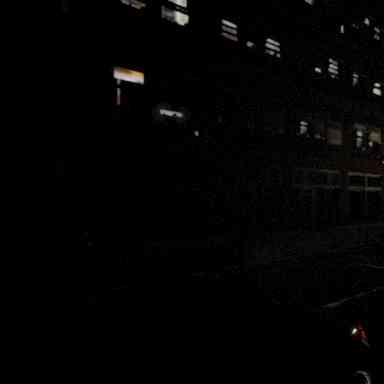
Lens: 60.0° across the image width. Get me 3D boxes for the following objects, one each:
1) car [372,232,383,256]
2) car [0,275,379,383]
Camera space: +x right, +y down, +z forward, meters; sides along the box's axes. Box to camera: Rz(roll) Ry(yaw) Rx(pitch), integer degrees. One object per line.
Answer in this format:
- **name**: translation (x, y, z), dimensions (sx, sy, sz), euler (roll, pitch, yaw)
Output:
- **car**: translation (8.156, 1.589, 11.908), dimensions (4.206, 1.307, 1.802), euler (0, 1, -35)
- **car**: translation (-0.179, 1.565, 2.948), dimensions (4.181, 1.385, 1.994), euler (0, 0, -36)
